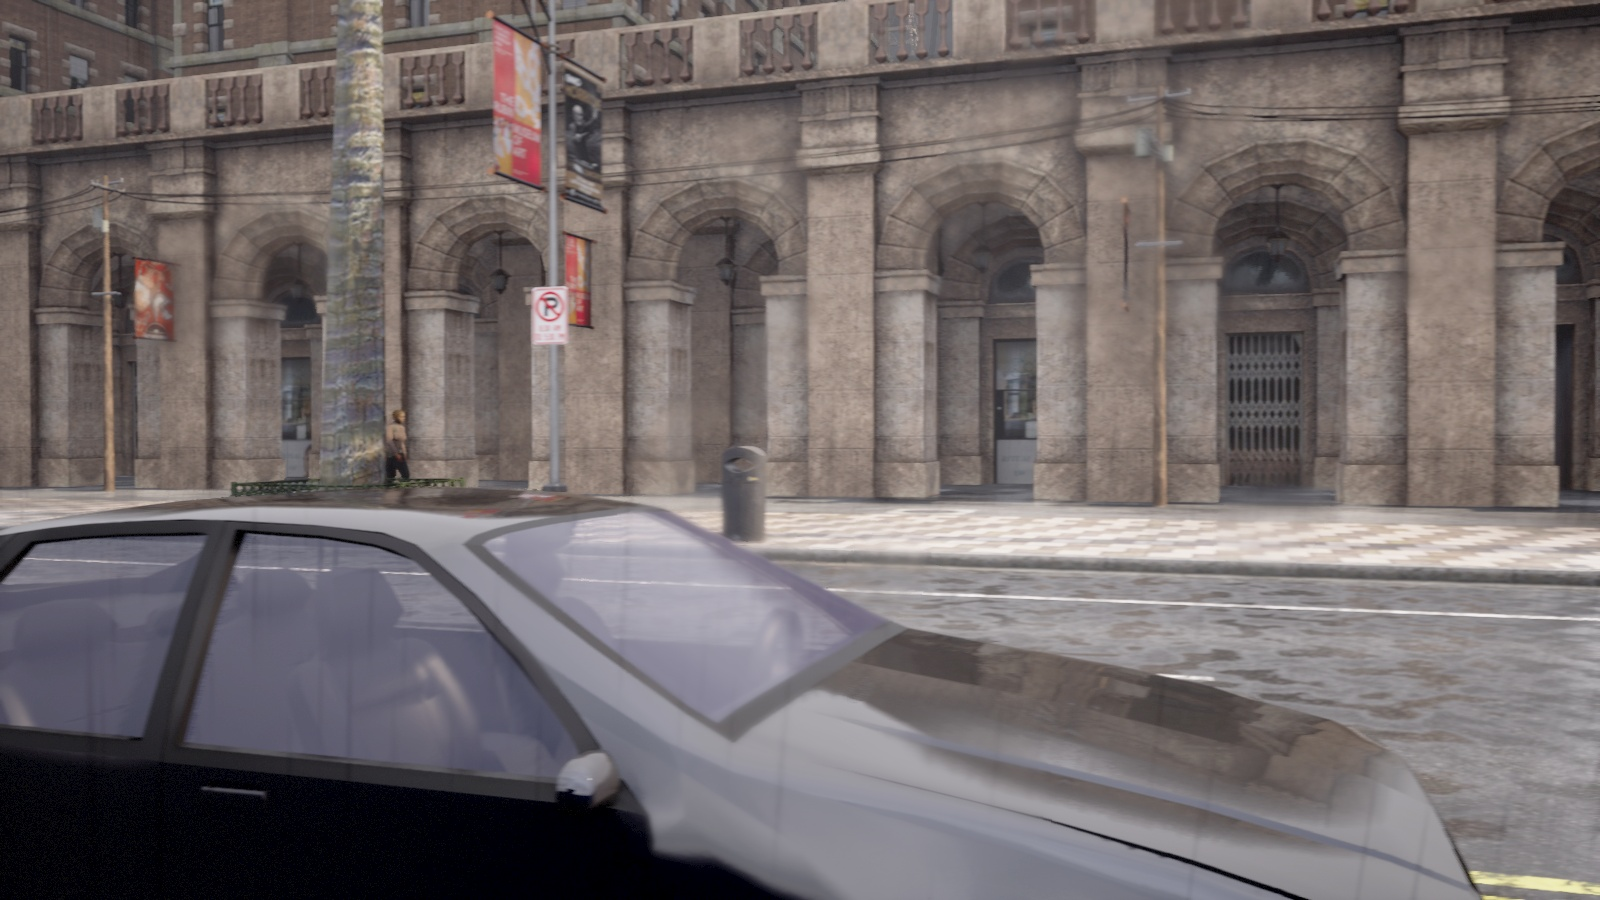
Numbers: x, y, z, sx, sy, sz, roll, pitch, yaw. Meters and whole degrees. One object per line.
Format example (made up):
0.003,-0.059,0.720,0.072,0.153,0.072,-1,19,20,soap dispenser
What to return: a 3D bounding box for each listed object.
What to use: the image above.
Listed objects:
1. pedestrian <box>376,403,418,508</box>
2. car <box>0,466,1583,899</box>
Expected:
-7.164,0.099,22.321,0.634,1.846,0.331,1,1,22,pedestrian
-1.129,0.813,3.574,5.357,1.411,2.033,1,1,19,car
